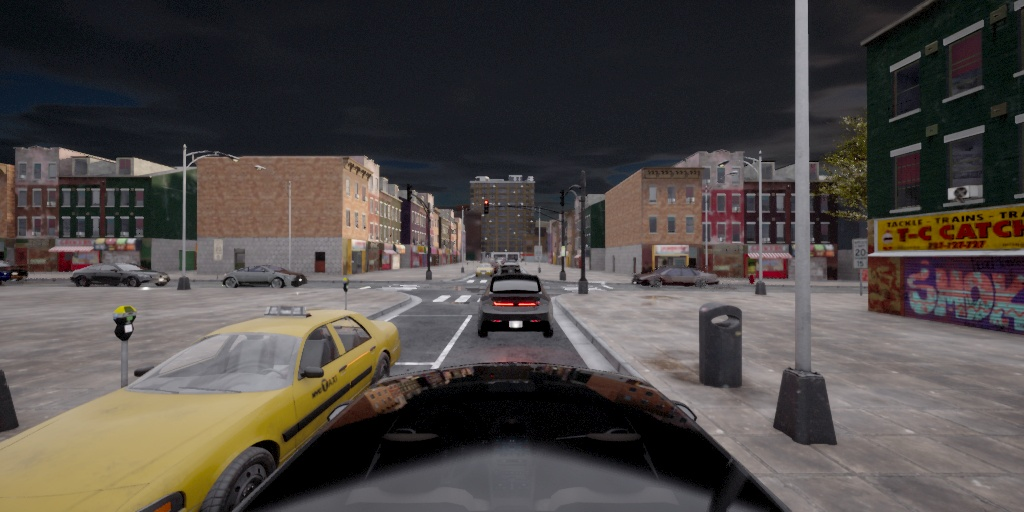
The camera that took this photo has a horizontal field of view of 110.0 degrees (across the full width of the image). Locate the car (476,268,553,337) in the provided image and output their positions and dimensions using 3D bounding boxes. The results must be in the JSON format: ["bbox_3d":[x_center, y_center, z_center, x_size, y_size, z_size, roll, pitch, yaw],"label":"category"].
[{"bbox_3d":[0.086,1.257,10.320,1.837,1.490,4.892,0,0,0],"label":"car"}]

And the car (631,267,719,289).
[{"bbox_3d":[11.000,1.446,24.293,5.357,1.411,2.033,1,0,0],"label":"car"}]

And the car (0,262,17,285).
[{"bbox_3d":[-32.919,1.144,21.071,4.718,1.301,1.895,0,0,0],"label":"car"}]

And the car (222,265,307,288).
[{"bbox_3d":[-14.501,1.220,21.183,4.181,1.385,1.994,0,0,0],"label":"car"}]

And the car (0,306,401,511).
[{"bbox_3d":[-2.640,1.275,3.937,1.751,1.417,4.829,0,0,0],"label":"car"}]

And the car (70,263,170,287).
[{"bbox_3d":[-23.022,1.120,21.133,4.674,1.442,1.812,0,0,0],"label":"car"}]

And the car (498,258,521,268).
[{"bbox_3d":[-0.075,1.255,36.723,1.882,1.535,5.008,0,0,1],"label":"car"}]

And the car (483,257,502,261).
[{"bbox_3d":[-2.685,1.100,41.507,2.192,1.841,5.009,0,0,0],"label":"car"}]

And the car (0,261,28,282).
[{"bbox_3d":[-35.771,1.030,24.008,5.008,1.535,1.882,0,0,0],"label":"car"}]

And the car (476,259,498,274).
[{"bbox_3d":[-2.678,1.302,35.894,1.751,1.417,4.829,0,0,0],"label":"car"}]
